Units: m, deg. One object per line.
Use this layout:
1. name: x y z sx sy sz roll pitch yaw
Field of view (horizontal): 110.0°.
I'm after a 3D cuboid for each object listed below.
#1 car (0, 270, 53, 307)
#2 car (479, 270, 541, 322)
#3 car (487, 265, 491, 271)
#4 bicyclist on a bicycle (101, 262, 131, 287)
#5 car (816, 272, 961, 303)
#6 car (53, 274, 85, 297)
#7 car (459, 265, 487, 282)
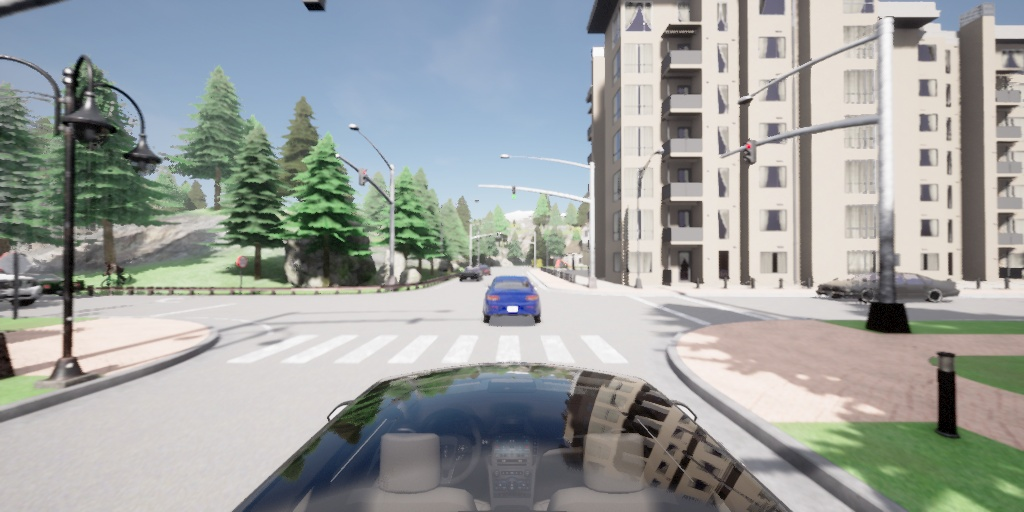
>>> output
1. car: -22.475 1.114 14.360 5.566 2.045 2.150 0 -1 4
2. car: -0.018 1.396 12.710 1.812 1.442 4.674 0 0 -1
3. car: -3.659 1.780 44.961 1.994 1.385 4.181 0 -1 0
4. bicyclist on a bicycle: -23.577 1.098 21.273 0.582 1.620 1.656 4 18 0
5. car: 17.914 1.467 17.205 5.357 1.411 2.033 0 -1 1
6. car: -24.904 1.531 18.085 4.718 1.301 1.895 0 -1 1
7. car: -3.758 1.702 33.570 1.895 1.301 4.718 0 -1 1
